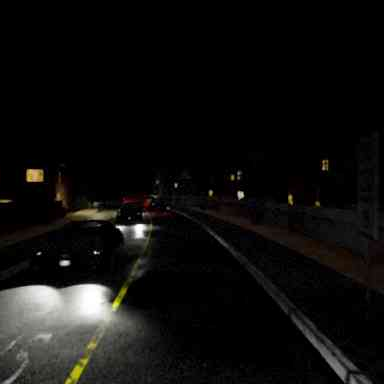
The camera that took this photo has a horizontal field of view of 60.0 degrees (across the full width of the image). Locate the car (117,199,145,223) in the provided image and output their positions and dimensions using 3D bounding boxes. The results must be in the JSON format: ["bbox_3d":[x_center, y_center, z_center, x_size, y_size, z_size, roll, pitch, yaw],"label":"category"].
[{"bbox_3d":[-4.678,1.533,25.407,1.812,1.442,4.674,0,0,-8],"label":"car"}]

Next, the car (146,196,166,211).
[{"bbox_3d":[-4.194,1.541,40.101,1.812,1.442,4.674,0,0,-11],"label":"car"}]

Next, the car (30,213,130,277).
[{"bbox_3d":[-3.261,1.560,10.207,1.994,1.385,4.181,0,0,-4],"label":"car"}]

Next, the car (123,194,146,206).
[{"bbox_3d":[-6.970,1.259,39.656,2.150,2.045,5.566,0,0,-11],"label":"car"}]
